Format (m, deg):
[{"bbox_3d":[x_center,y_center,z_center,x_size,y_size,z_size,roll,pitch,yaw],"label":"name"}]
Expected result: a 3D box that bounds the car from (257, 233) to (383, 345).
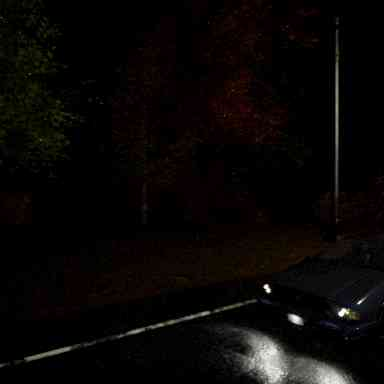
[{"bbox_3d":[3.771,1.575,6.600,5.357,1.411,2.033,0,0,-35],"label":"car"}]
